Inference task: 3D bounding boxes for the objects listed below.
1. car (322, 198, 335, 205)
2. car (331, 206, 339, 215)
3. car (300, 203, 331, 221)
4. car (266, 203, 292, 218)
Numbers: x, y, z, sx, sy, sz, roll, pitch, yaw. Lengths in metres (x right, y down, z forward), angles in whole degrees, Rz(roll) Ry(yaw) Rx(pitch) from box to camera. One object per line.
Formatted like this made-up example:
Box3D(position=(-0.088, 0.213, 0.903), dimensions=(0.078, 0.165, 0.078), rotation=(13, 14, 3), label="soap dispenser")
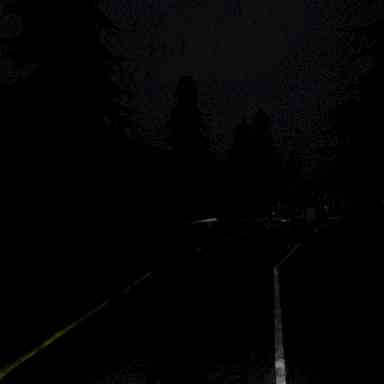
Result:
Box3D(position=(28.917, 2.002, 70.332), dimensions=(2.033, 1.411, 5.357), rotation=(0, -1, 29), label="car")
Box3D(position=(16.597, 1.841, 40.603), dimensions=(2.097, 1.767, 4.553), rotation=(0, -1, 29), label="car")
Box3D(position=(11.549, 1.939, 31.434), dimensions=(1.994, 1.385, 4.181), rotation=(0, -1, 29), label="car")
Box3D(position=(9.195, 1.909, 34.871), dimensions=(1.837, 1.490, 4.892), rotation=(0, -1, 29), label="car")
